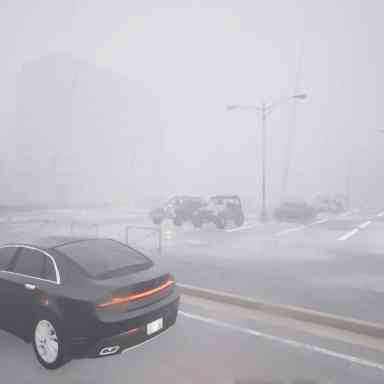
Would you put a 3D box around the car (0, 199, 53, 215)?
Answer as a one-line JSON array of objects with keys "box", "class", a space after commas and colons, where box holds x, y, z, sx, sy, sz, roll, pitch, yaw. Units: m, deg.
[{"box": [-17.502, 1.601, 34.752, 1.895, 1.301, 4.718, 0, 0, 34], "class": "car"}]

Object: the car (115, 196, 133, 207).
[{"box": [-11.580, 1.352, 49.809, 2.097, 1.767, 4.553, 0, 0, 34], "class": "car"}]

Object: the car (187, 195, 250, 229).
[{"box": [1.704, 1.156, 20.229, 1.905, 1.878, 3.866, 0, 0, 34], "class": "car"}]

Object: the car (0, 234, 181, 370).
[{"box": [-2.454, 1.505, 5.750, 4.892, 1.490, 1.837, 0, 0, 36], "class": "car"}]

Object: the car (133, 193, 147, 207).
[{"box": [-6.614, 1.222, 50.882, 2.150, 2.045, 5.566, 0, 0, 34], "class": "car"}]

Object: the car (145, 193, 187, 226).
[{"box": [-0.660, 1.153, 21.899, 1.932, 1.855, 4.605, 0, 0, 34], "class": "car"}]

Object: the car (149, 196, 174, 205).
[{"box": [-5.371, 1.526, 58.948, 1.812, 1.442, 4.674, 0, 0, 35], "class": "car"}]

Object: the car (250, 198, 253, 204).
[{"box": [9.835, 1.505, 62.475, 1.837, 1.490, 4.892, 0, 0, 34], "class": "car"}]

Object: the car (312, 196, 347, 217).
[{"box": [13.749, 1.395, 33.166, 1.970, 1.475, 3.806, 0, 0, 34], "class": "car"}]

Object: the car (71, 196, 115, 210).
[{"box": [-12.502, 1.526, 42.164, 1.812, 1.442, 4.674, 0, 0, 34], "class": "car"}]

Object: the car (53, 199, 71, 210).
[{"box": [-17.176, 1.547, 41.506, 2.033, 1.411, 5.357, 0, 0, 34], "class": "car"}]
